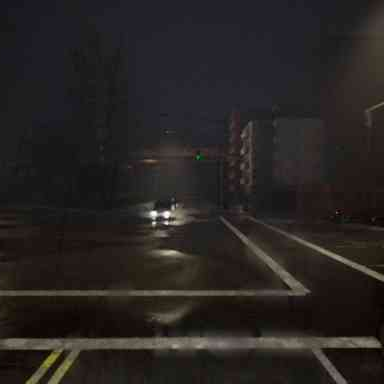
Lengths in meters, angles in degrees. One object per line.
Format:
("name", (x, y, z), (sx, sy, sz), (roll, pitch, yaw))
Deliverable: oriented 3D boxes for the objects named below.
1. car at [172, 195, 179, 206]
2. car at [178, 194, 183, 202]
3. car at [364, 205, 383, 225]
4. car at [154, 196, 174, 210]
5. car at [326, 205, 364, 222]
("car", (-3.545, 1.480, 53.862), (1.994, 1.385, 4.181), (0, 0, 0))
("car", (-3.496, 1.392, 67.741), (2.128, 1.511, 4.902), (0, 0, 0))
("car", (14.674, 1.616, 22.654), (4.674, 1.442, 1.812), (1, 0, 0))
("car", (-3.575, 1.538, 40.759), (1.895, 1.301, 4.718), (0, 0, 0))
("car", (13.174, 1.669, 26.127), (4.718, 1.301, 1.895), (1, 0, 0))
